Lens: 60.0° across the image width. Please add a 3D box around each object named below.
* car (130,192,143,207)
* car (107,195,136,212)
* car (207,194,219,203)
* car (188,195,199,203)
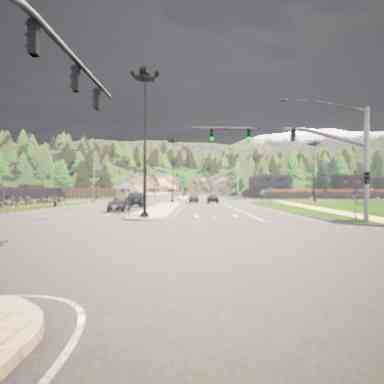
[{"bbox_3d":[-7.837,1.071,47.027,2.150,2.045,5.566,0,0,1],"label":"car"},{"bbox_3d":[-7.914,1.374,36.300,2.128,1.511,4.902,0,0,0],"label":"car"},{"bbox_3d":[3.817,1.162,61.792,2.097,1.767,4.553,0,0,0],"label":"car"},{"bbox_3d":[0.317,1.299,61.838,2.128,1.511,4.902,0,0,0],"label":"car"}]
